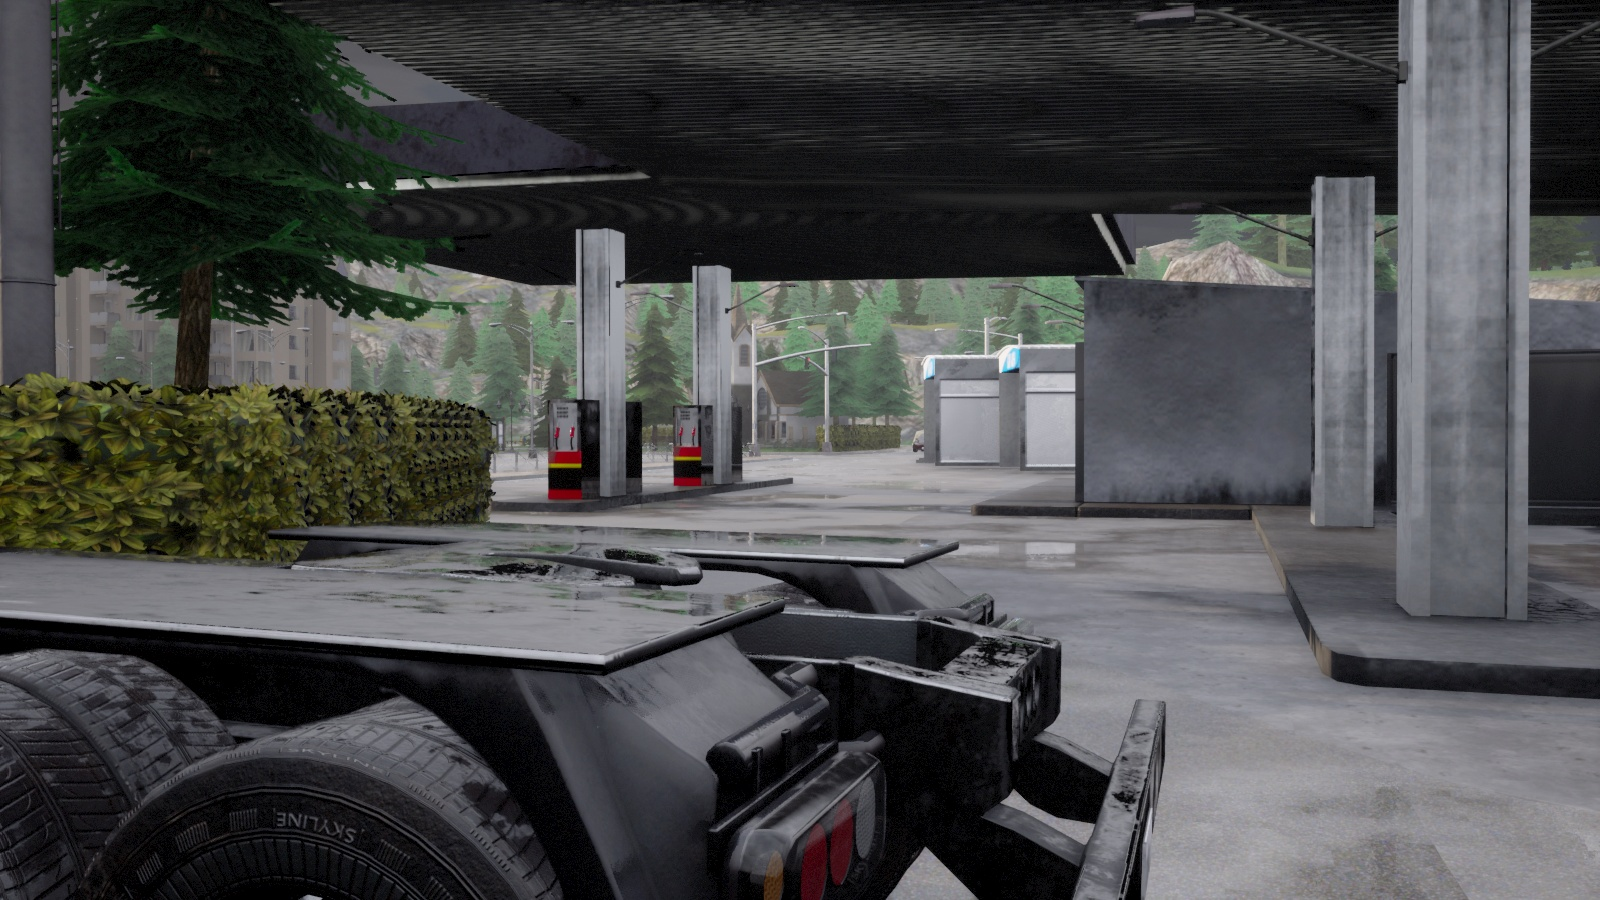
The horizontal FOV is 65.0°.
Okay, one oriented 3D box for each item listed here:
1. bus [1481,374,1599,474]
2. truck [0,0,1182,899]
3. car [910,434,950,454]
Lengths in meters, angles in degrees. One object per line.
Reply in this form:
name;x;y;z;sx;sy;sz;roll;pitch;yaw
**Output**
bus;36.107;-1.156;58.254;3.944;4.253;10.273;1;1;4
truck;-2.955;-0.168;4.152;7.936;3.462;2.891;1;0;18
car;10.122;-0.504;97.455;2.163;1.488;4.792;0;1;17
